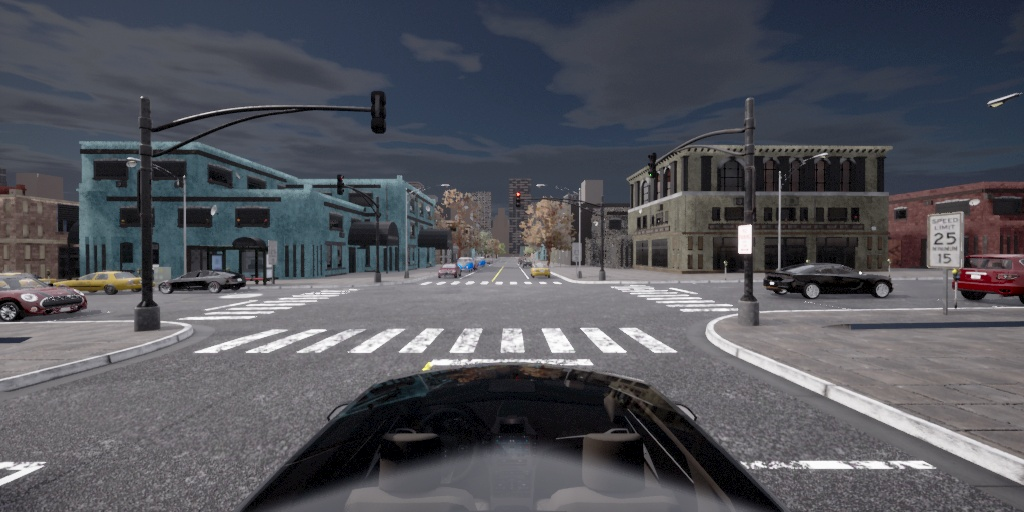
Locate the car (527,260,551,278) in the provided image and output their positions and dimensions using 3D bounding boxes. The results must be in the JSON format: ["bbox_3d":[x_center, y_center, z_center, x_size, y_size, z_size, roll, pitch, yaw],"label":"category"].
[{"bbox_3d":[2.634,1.270,33.639,1.751,1.417,4.829,0,0,0],"label":"car"}]

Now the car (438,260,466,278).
[{"bbox_3d":[-5.746,1.326,33.454,1.802,1.307,4.207,0,0,0],"label":"car"}]

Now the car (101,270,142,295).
[{"bbox_3d":[-24.048,1.501,21.128,4.829,1.417,1.751,0,0,-1],"label":"car"}]

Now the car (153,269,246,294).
[{"bbox_3d":[-18.225,1.474,21.244,4.313,1.339,1.948,0,0,-1],"label":"car"}]

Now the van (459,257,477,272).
[{"bbox_3d":[-5.767,1.083,44.546,1.690,1.789,3.998,0,0,0],"label":"van"}]

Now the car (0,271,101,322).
[{"bbox_3d":[-18.090,1.423,12.897,4.097,1.591,1.967,0,0,-1],"label":"car"}]

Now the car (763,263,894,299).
[{"bbox_3d":[14.179,1.050,16.187,5.008,1.535,1.882,-1,1,-1],"label":"car"}]

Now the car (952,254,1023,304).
[{"bbox_3d":[19.926,0.842,13.617,5.009,1.841,2.192,0,0,-1],"label":"car"}]

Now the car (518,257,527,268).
[{"bbox_3d":[2.582,1.289,61.201,2.007,1.370,4.403,0,0,0],"label":"car"}]

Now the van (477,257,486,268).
[{"bbox_3d":[-5.799,1.079,61.185,1.690,1.789,3.998,0,0,0],"label":"van"}]

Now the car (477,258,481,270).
[{"bbox_3d":[-5.778,1.286,50.093,1.888,1.381,4.507,0,0,0],"label":"car"}]
